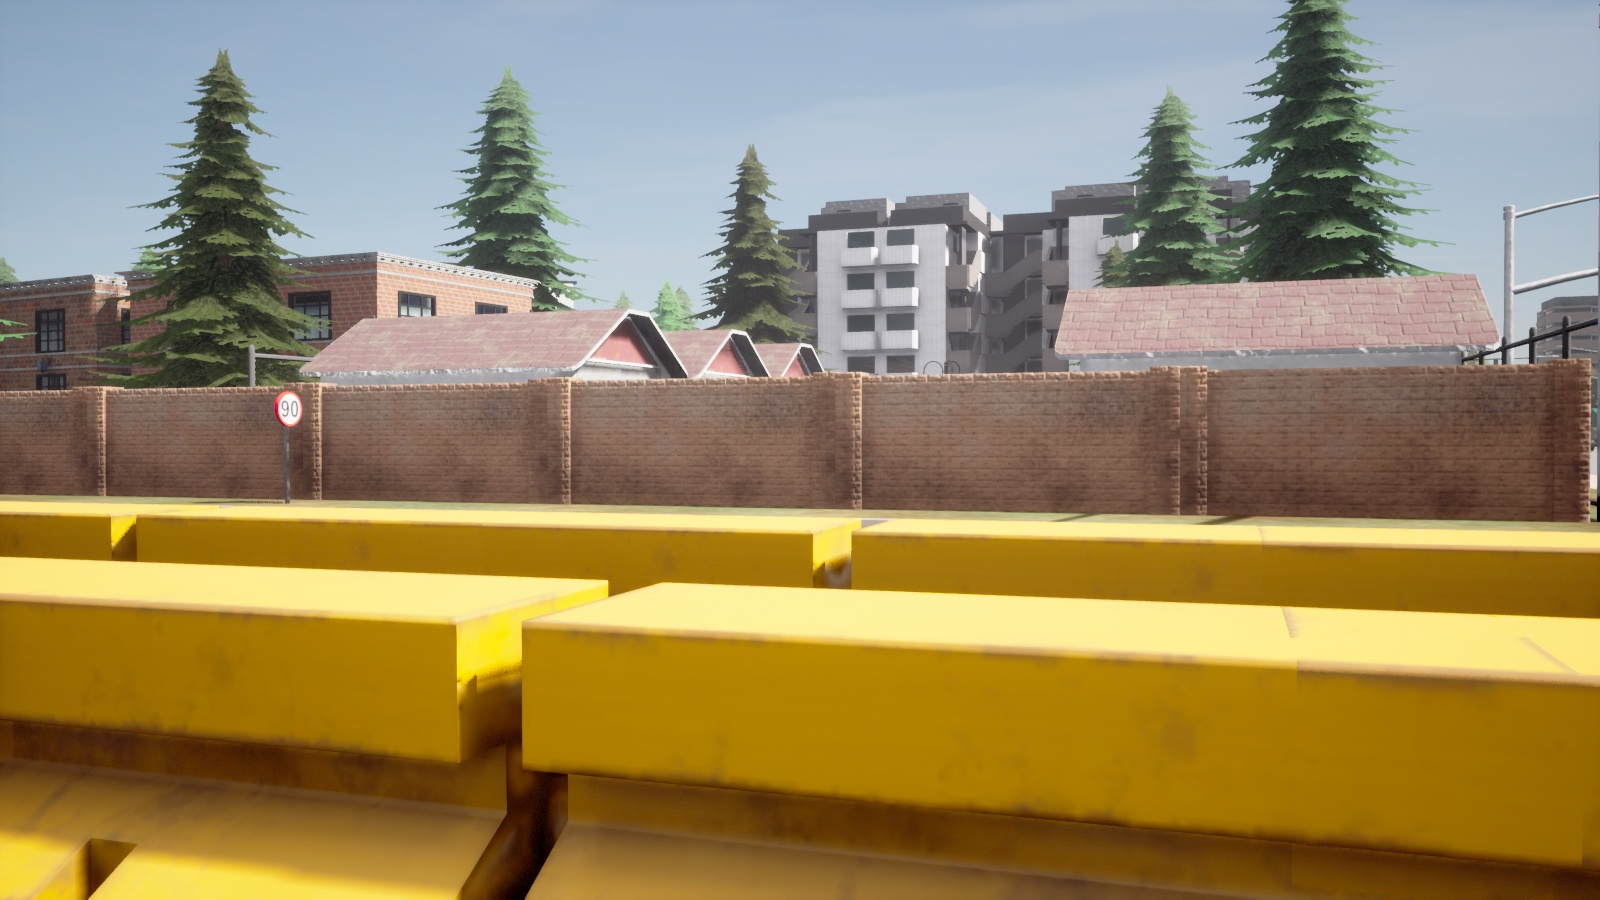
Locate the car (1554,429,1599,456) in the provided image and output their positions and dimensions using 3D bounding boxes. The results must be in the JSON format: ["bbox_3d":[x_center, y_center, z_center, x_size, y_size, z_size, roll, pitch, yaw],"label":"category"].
[{"bbox_3d":[50.152,-0.497,80.589,2.152,1.651,5.027,1,1,20],"label":"car"}]
